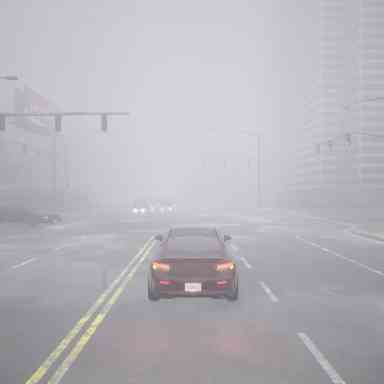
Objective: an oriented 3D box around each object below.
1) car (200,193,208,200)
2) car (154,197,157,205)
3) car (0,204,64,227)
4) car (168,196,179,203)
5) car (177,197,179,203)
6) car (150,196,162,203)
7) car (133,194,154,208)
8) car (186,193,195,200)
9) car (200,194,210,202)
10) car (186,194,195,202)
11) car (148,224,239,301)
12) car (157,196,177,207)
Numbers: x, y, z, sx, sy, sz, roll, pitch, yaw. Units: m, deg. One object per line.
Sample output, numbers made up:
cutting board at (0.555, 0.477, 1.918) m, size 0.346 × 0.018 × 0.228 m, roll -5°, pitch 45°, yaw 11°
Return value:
car at (3.108, 1.184, 88.309) m, size 2.097 × 1.767 × 4.553 m, roll 0°, pitch 0°, yaw 0°
car at (-7.338, 1.601, 57.721) m, size 1.895 × 1.301 × 4.718 m, roll 0°, pitch 0°, yaw 0°
car at (-11.545, 1.548, 22.861) m, size 5.357 × 1.411 × 2.033 m, roll 0°, pitch 0°, yaw 19°
car at (-3.809, 1.553, 69.846) m, size 1.994 × 1.385 × 4.181 m, roll 0°, pitch 0°, yaw 0°
car at (-3.839, 1.526, 59.836) m, size 1.812 × 1.442 × 4.674 m, roll 0°, pitch 0°, yaw 0°
car at (-7.310, 1.601, 68.021) m, size 1.895 × 1.301 × 4.718 m, roll 0°, pitch 0°, yaw 0°
car at (-7.310, 1.491, 48.450) m, size 2.128 × 1.511 × 4.902 m, roll 0°, pitch 0°, yaw 0°
car at (-0.392, 1.184, 88.293) m, size 2.097 × 1.767 × 4.553 m, roll 0°, pitch 0°, yaw 0°
car at (3.154, 1.515, 78.021) m, size 2.128 × 1.511 × 4.902 m, roll 0°, pitch 0°, yaw 0°
car at (-0.347, 1.584, 78.388) m, size 1.895 × 1.301 × 4.718 m, roll 0°, pitch 0°, yaw 0°
car at (0.028, 1.526, 8.212) m, size 1.812 × 1.442 × 4.674 m, roll 0°, pitch 0°, yaw 0°
car at (-3.819, 1.564, 51.059) m, size 1.994 × 1.385 × 4.181 m, roll 0°, pitch 0°, yaw 0°
